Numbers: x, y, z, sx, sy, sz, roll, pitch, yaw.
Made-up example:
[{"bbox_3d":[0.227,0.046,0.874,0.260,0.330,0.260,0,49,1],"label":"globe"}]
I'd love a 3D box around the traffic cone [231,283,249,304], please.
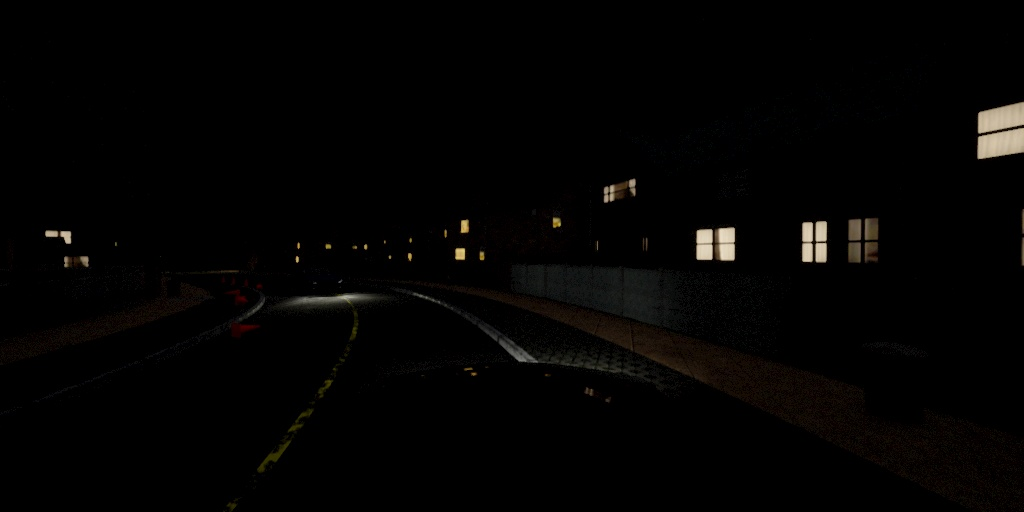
[{"bbox_3d":[-10.539,1.451,13.905,0.340,0.580,0.340,0,0,29],"label":"traffic cone"}]

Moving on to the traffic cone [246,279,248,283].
[{"bbox_3d":[-20.322,2.025,27.424,0.340,0.580,0.340,0,0,43],"label":"traffic cone"}]

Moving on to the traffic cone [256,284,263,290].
[{"bbox_3d":[-16.627,1.760,23.616,0.340,0.580,0.340,0,0,44],"label":"traffic cone"}]

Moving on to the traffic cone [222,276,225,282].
[{"bbox_3d":[-27.590,2.203,34.294,0.340,0.580,0.340,0,0,43],"label":"traffic cone"}]

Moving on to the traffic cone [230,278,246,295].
[{"bbox_3d":[-13.263,1.505,17.365,0.340,0.580,0.340,0,0,-21],"label":"traffic cone"}]

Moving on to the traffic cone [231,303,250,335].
[{"bbox_3d":[-6.829,1.554,8.862,0.340,0.580,0.340,0,0,22],"label":"traffic cone"}]

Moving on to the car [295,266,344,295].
[{"bbox_3d":[-11.525,1.365,21.331,1.882,1.535,5.008,0,-1,-39],"label":"car"}]
